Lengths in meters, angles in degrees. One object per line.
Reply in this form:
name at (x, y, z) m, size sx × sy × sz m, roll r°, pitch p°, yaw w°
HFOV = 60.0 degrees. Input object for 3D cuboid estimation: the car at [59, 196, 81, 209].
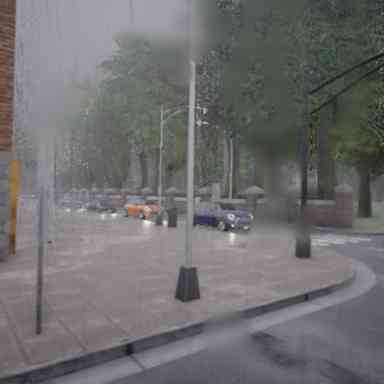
car at (-16.682, 1.346, 45.673) m, size 2.097 × 1.767 × 4.553 m, roll 2°, pitch -1°, yaw -35°

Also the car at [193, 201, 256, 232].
car at (1.703, 1.369, 20.072) m, size 2.097 × 1.767 × 4.553 m, roll 2°, pitch -1°, yaw -35°

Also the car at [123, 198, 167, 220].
car at (-3.995, 1.363, 27.999) m, size 2.097 × 1.767 × 4.553 m, roll 2°, pitch -1°, yaw -36°

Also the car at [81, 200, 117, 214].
car at (-9.974, 1.552, 36.282) m, size 2.033 × 1.411 × 5.357 m, roll 2°, pitch -1°, yaw -36°
